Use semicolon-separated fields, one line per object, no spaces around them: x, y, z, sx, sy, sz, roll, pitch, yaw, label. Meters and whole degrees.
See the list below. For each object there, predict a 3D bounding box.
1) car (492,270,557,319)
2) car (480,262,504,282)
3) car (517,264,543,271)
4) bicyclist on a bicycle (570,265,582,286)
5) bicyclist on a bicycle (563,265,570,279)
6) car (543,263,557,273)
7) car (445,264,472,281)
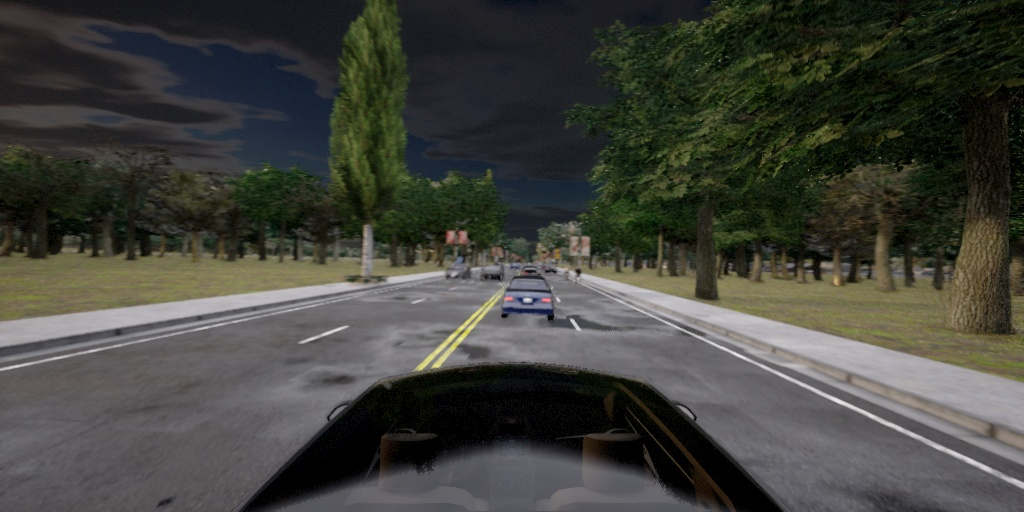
0.618;1.463;13.688;2.033;1.411;5.357;2;-1;3;car
-1.760;1.563;33.500;1.882;1.535;5.008;2;-1;3;car
1.725;1.705;34.089;1.837;1.490;4.892;2;-1;3;car
5.579;1.645;30.438;0.659;1.776;1.843;2;0;3;bicyclist on a bicycle
6.110;1.845;39.935;0.866;1.612;1.509;2;-1;3;bicyclist on a bicycle
6.325;2.253;59.005;1.895;1.301;4.718;2;-1;3;car
-4.991;1.483;33.914;2.128;1.511;4.902;2;-1;3;car
